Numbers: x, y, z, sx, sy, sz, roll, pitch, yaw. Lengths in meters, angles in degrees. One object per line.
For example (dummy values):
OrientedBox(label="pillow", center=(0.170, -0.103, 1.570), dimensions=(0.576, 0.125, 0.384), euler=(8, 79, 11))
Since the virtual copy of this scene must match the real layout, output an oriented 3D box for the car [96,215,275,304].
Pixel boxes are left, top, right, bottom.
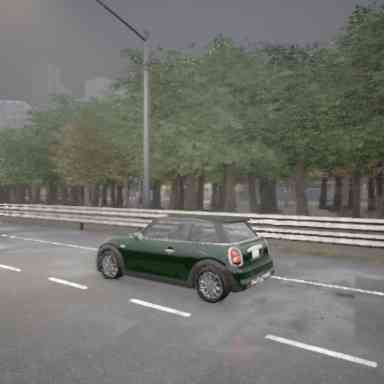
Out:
OrientedBox(label="car", center=(-0.355, 1.353, 8.424), dimensions=(4.553, 1.767, 2.097), euler=(0, 0, 36))
